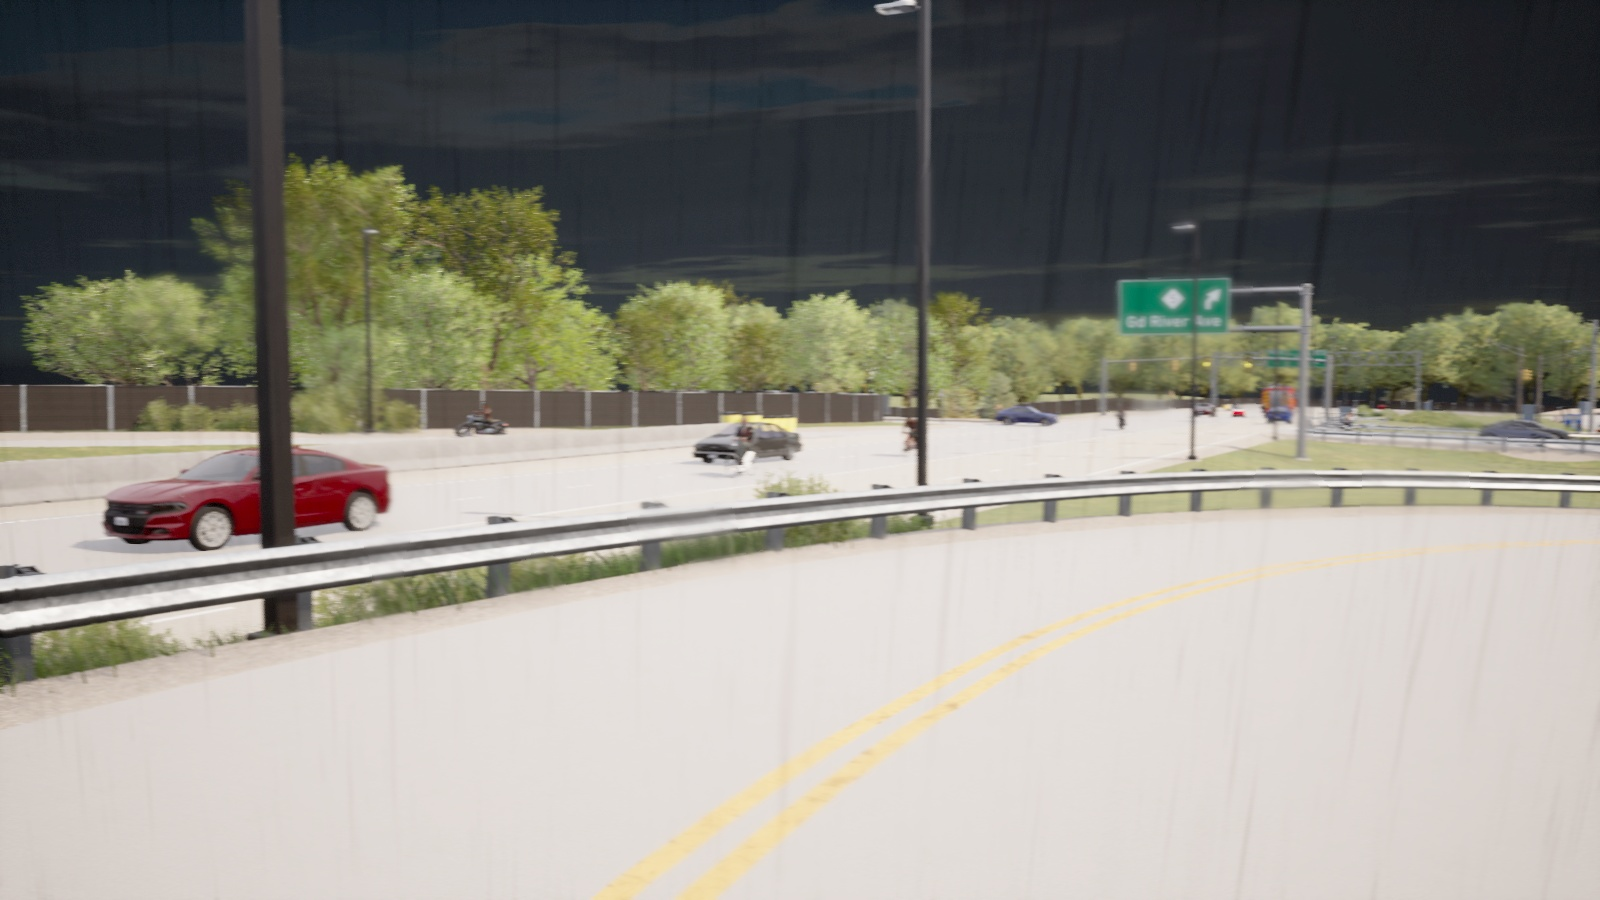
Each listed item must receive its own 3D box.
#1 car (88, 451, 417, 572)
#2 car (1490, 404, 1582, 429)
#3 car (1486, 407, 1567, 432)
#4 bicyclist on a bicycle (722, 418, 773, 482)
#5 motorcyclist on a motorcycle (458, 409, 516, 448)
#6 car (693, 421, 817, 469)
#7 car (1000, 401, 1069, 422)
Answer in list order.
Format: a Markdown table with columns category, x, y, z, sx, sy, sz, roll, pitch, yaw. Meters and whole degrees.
| category | x | y | z | sx | sy | sz | roll | pitch | yaw |
| --- | --- | --- | --- | --- | --- | --- | --- | --- | --- |
| car | -9.000 | 0.909 | 21.193 | 1.882 | 1.535 | 5.008 | 1 | 3 | 26 |
| car | 47.122 | -2.151 | 80.527 | 4.892 | 1.490 | 1.837 | 1 | 3 | 25 |
| car | 44.857 | -1.899 | 77.647 | 4.181 | 1.385 | 1.994 | 3 | 4 | 28 |
| bicyclist on a bicycle | -1.498 | -0.024 | 36.284 | 0.659 | 1.776 | 1.843 | 1 | 3 | 26 |
| motorcyclist on a motorcycle | -13.756 | -0.955 | 55.268 | 2.350 | 1.649 | 0.766 | -3 | 4 | -40 |
| car | -1.485 | -0.228 | 44.177 | 2.033 | 1.411 | 5.357 | 1 | 3 | 26 |
| car | 17.054 | -2.802 | 91.386 | 4.674 | 1.442 | 1.812 | 1 | 4 | 26 |
